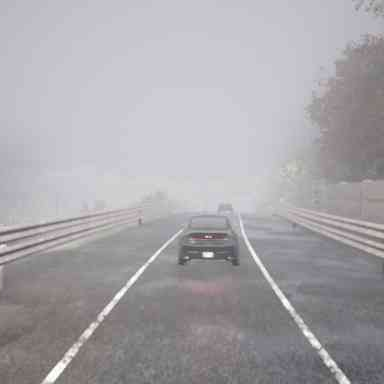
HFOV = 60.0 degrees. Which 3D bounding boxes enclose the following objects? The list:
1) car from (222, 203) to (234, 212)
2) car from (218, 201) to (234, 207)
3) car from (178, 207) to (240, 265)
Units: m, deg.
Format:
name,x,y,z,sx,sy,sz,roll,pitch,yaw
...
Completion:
name,x,y,z,sx,sy,sz,roll,pitch,yaw
car,6.405,2.833,58.819,1.812,1.442,4.674,0,-4,9
car,4.575,2.010,45.264,1.882,1.535,5.008,0,-3,7
car,0.612,1.506,11.709,1.837,1.490,4.892,0,0,4
